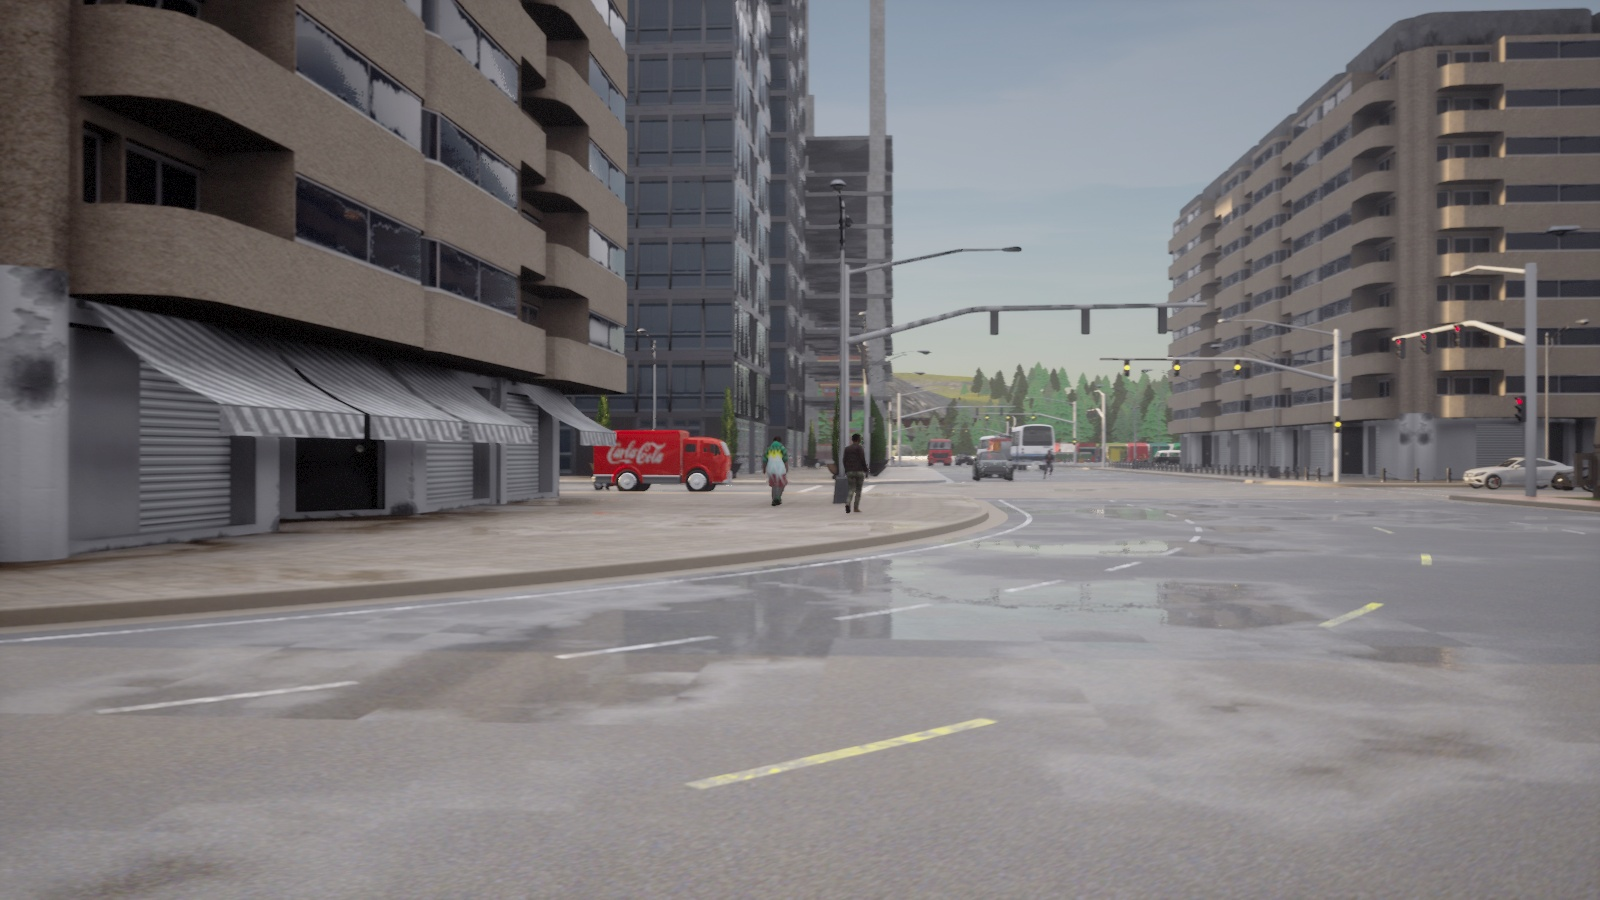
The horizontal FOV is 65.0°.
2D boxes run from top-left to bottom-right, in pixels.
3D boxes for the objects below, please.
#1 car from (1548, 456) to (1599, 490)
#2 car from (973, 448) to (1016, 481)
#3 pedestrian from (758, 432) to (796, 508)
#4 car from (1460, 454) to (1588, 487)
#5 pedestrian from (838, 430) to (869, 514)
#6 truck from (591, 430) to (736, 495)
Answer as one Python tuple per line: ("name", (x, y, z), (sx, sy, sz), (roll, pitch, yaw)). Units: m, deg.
("car", (34.119, 0.943, 52.783), (4.181, 1.385, 1.994), (0, 0, 4))
("car", (10.924, 0.800, 70.757), (2.097, 1.767, 4.553), (0, 0, 5))
("pedestrian", (-0.591, 0.521, 32.813), (0.659, 1.952, 0.873), (0, 0, 26))
("car", (32.466, 0.920, 56.426), (4.674, 1.442, 1.812), (0, 0, 5))
("pedestrian", (1.202, 0.484, 28.004), (0.431, 1.840, 0.703), (0, 0, 28))
("truck", (-5.255, 0.484, 49.026), (5.204, 2.467, 2.627), (0, 0, 5))
